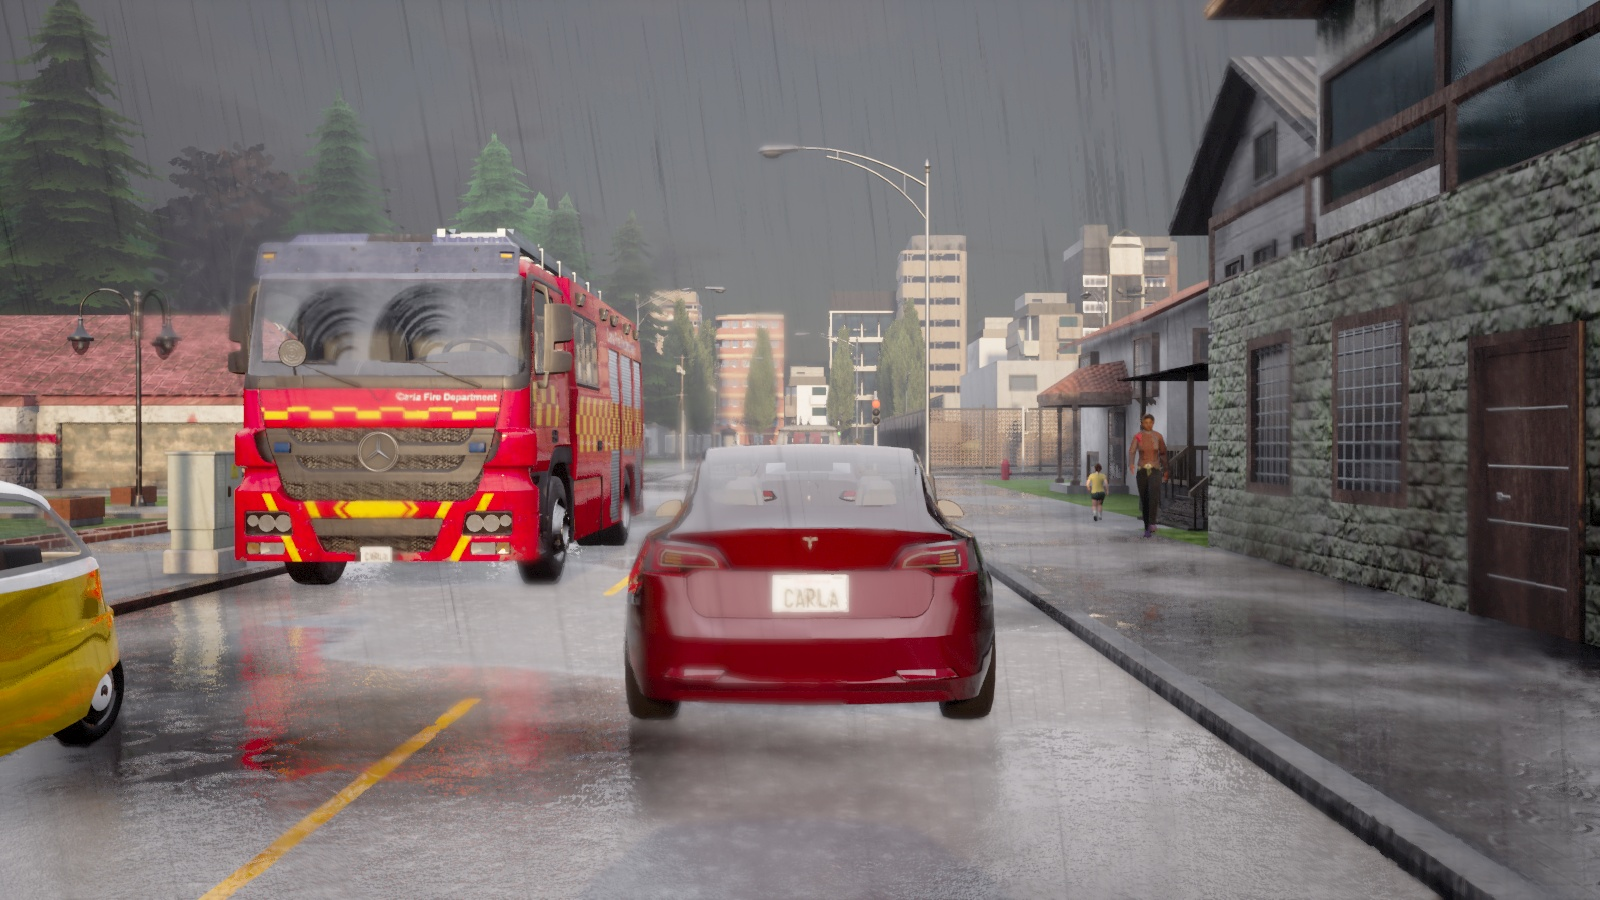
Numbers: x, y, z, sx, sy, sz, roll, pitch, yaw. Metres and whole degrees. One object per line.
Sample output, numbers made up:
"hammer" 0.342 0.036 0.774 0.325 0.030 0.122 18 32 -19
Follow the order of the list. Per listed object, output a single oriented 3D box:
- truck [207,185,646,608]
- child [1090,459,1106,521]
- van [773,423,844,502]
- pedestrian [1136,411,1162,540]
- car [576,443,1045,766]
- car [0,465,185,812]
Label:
"truck" -3.897 -0.509 15.604 2.891 3.827 8.468 0 0 0
"child" 5.338 0.713 22.520 0.255 1.110 0.394 0 0 9
"van" 0.212 0.308 33.971 1.775 1.987 4.442 0 0 0
"pedestrian" 5.043 0.358 18.133 0.328 1.805 0.869 0 0 17
"car" 0.061 0.700 8.198 2.163 1.488 4.792 0 0 0
"car" -3.954 0.767 5.450 1.481 1.376 2.207 0 0 0
